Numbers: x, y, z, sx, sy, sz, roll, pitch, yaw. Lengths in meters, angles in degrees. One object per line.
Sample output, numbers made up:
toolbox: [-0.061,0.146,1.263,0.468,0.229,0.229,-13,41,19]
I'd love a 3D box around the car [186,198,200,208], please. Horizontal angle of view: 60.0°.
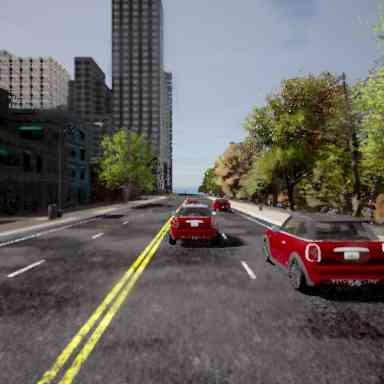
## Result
car: [0.125,1.572,48.416,1.994,1.385,4.181,0,0,0]

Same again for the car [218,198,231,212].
car: [3.370,1.484,38.655,1.882,1.535,5.008,0,0,0]

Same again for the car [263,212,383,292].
car: [3.354,1.354,9.103,2.097,1.767,4.553,0,0,0]

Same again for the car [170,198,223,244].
car: [0.108,1.356,15.884,2.097,1.767,4.553,0,0,0]
